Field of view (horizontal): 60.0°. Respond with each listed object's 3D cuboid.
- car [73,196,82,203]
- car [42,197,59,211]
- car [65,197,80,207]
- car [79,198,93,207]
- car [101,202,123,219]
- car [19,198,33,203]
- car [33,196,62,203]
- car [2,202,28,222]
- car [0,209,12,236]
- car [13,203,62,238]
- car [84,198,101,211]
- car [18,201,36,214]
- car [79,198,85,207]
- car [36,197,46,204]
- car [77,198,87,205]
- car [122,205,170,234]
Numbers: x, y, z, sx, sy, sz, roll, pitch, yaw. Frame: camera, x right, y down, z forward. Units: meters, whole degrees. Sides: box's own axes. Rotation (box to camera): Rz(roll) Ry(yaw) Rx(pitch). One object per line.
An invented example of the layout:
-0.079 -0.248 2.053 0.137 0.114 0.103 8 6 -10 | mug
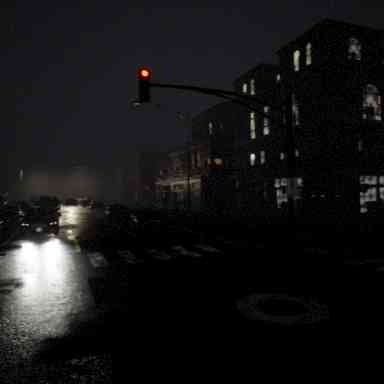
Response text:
-29.778 1.957 86.185 1.967 1.590 4.097 -1 0 -22 | car
-20.329 1.682 47.938 2.097 1.767 4.553 -1 0 -22 | car
-21.458 1.838 58.952 1.882 1.535 5.008 -1 0 -22 | car
-19.338 1.883 60.627 2.008 1.369 4.403 0 0 -22 | car
-6.810 1.701 29.955 1.802 1.307 4.206 0 0 -22 | car
-18.750 1.737 37.023 1.967 1.590 4.097 0 0 -22 | car
-14.538 1.457 33.740 2.150 2.045 5.566 -1 0 -22 | car
-14.573 1.778 26.798 2.008 1.369 4.403 0 0 -22 | car
-10.397 1.740 16.575 1.802 1.307 4.206 0 0 -22 | car
-8.498 1.625 18.785 2.128 1.511 4.902 -1 0 -22 | car
-13.075 1.775 45.291 2.008 1.369 4.403 0 0 -22 | car
-20.773 1.856 41.977 1.752 1.417 4.829 0 0 -22 | car
-17.251 1.736 55.515 1.967 1.590 4.097 0 0 -22 | car
-35.454 2.027 77.919 1.967 1.590 4.097 0 0 -22 | car
-23.513 1.986 70.850 1.802 1.307 4.206 0 0 -22 | car
-2.635 1.616 19.732 1.947 1.339 4.313 0 0 -22 | car
